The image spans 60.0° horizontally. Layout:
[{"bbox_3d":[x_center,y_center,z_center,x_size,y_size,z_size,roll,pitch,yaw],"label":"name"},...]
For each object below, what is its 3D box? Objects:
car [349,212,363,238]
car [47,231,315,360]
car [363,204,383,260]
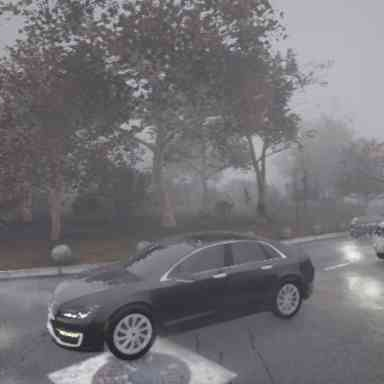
[{"bbox_3d":[9.865,1.419,16.838,4.553,1.767,2.097,1,-1,-40],"label":"car"},{"bbox_3d":[0.053,1.526,5.989,4.892,1.490,1.837,0,0,-29],"label":"car"},{"bbox_3d":[8.396,1.228,11.483,5.566,2.045,2.150,-1,0,-38],"label":"car"}]
